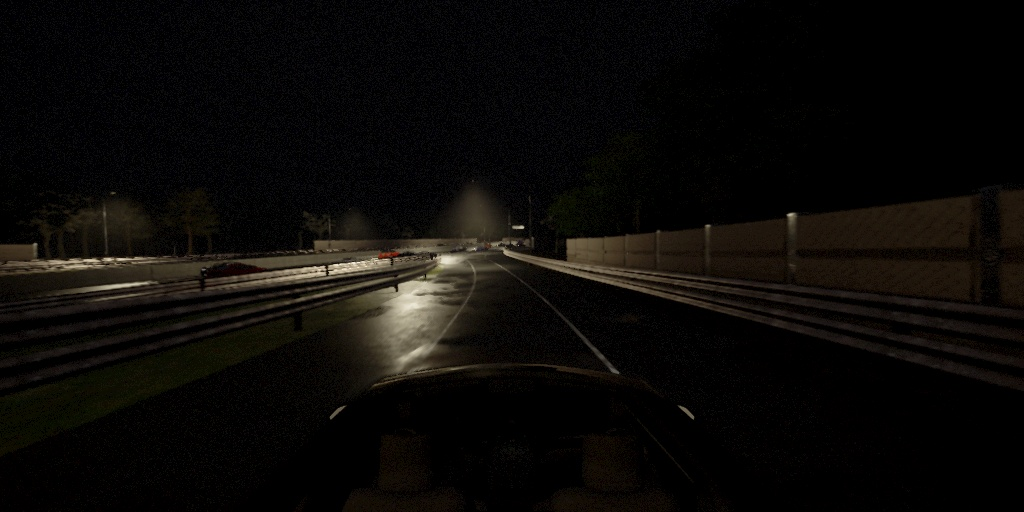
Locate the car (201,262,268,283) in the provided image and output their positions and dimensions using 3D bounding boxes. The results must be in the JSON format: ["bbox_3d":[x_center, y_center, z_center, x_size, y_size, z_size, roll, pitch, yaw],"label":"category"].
[{"bbox_3d":[-24.876,1.455,32.692,1.882,1.535,5.008,0,3,14],"label":"car"}]

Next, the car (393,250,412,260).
[{"bbox_3d":[-17.810,-0.189,61.790,2.128,1.511,4.902,0,3,14],"label":"car"}]

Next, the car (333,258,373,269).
[{"bbox_3d":[-18.888,0.903,42.529,2.033,1.411,5.357,0,3,14],"label":"car"}]

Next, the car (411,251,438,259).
[{"bbox_3d":[-14.412,-0.136,60.955,2.033,1.411,5.357,0,3,14],"label":"car"}]
